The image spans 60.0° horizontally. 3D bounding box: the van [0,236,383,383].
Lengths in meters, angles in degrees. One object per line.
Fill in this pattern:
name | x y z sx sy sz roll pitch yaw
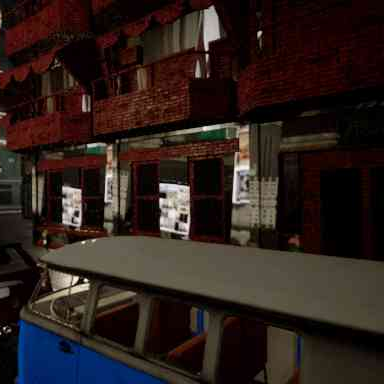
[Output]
van | 0.244 1.343 2.560 3.998 1.788 1.690 0 -1 36
